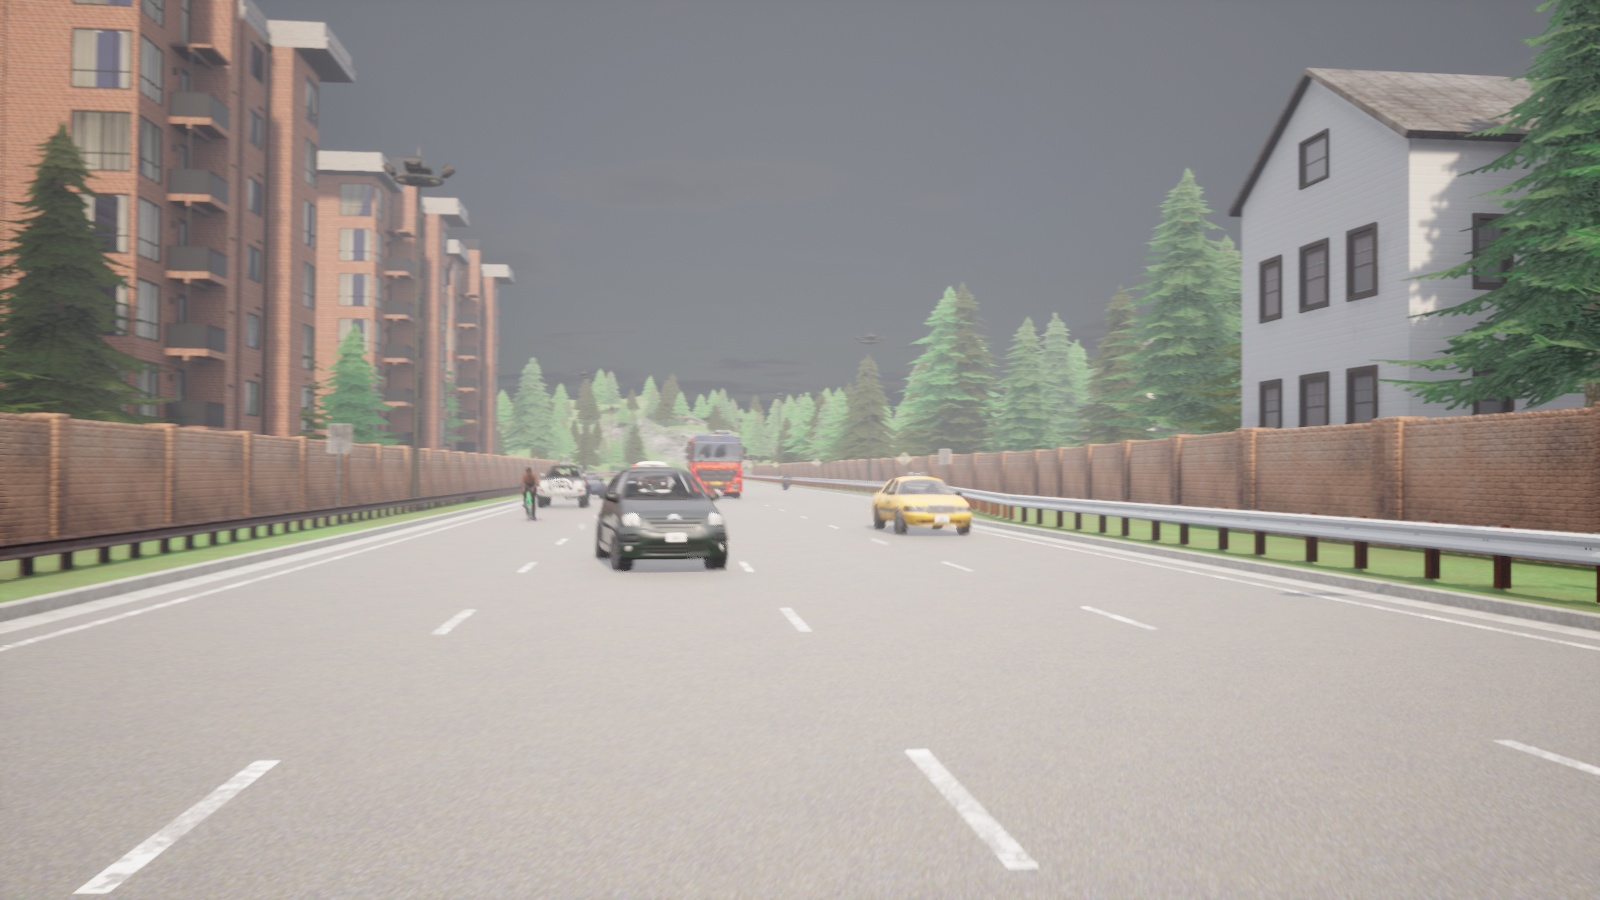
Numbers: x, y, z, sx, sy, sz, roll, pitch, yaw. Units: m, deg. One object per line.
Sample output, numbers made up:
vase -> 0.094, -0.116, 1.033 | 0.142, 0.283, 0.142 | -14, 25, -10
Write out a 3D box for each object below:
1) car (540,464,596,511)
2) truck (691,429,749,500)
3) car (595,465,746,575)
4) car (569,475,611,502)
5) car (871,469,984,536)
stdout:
car -> -9.508, 1.520, 51.756 | 1.932, 1.855, 4.605 | 0, -1, -7
truck -> -4.676, 0.867, 71.874 | 2.891, 3.827, 8.468 | 0, -1, -6
car -> -2.226, 1.064, 20.613 | 1.851, 1.617, 3.988 | 0, -1, -15
car -> -11.201, 2.029, 67.175 | 1.994, 1.385, 4.181 | 0, -1, -6
car -> 3.183, 1.292, 32.433 | 1.801, 1.575, 5.366 | 0, -1, -6
